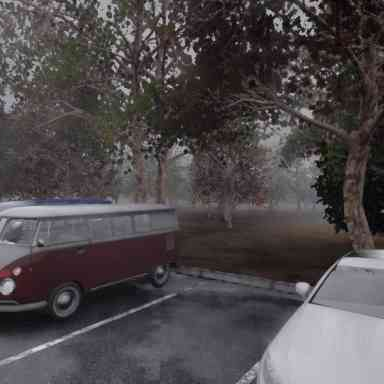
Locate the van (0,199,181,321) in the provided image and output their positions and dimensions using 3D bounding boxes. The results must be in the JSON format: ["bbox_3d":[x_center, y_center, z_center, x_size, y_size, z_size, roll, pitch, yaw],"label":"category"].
[{"bbox_3d":[-2.183,1.255,7.188,1.878,1.987,4.442,0,0,36],"label":"van"}]

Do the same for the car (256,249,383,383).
[{"bbox_3d":[2.414,1.520,4.042,2.002,1.452,4.674,0,0,36],"label":"car"}]
